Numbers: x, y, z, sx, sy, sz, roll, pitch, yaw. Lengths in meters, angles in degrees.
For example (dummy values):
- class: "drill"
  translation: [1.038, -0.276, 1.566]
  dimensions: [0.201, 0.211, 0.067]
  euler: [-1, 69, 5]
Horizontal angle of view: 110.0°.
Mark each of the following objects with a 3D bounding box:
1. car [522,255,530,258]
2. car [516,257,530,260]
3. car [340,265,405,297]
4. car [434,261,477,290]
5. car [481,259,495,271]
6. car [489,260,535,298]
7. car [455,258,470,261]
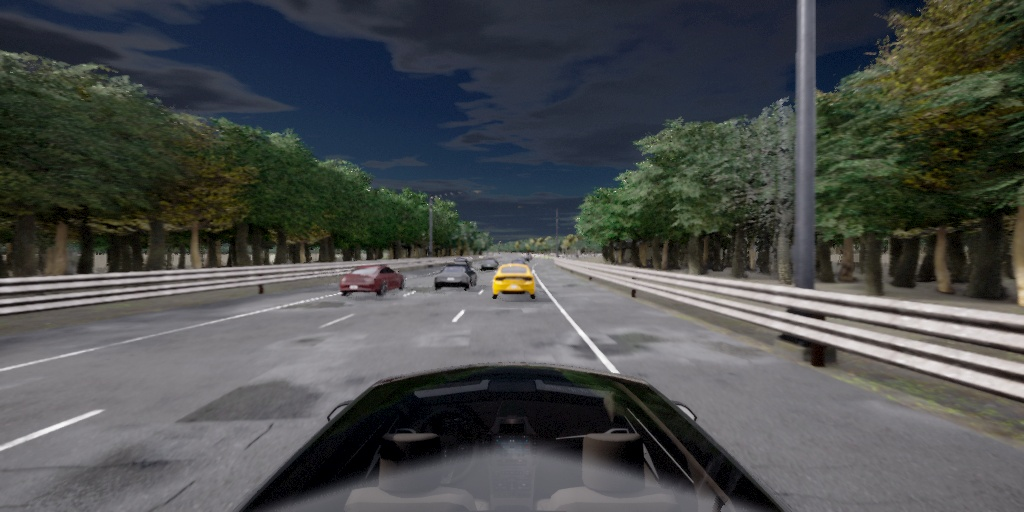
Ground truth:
- class: "car"
  translation: [1.278, 0.967, 53.251]
  dimensions: [2.033, 1.411, 5.357]
  euler: [0, 0, 3]
- class: "car"
  translation: [0.581, 1.102, 36.738]
  dimensions: [1.994, 1.385, 4.181]
  euler: [0, 0, 2]
- class: "car"
  translation: [-6.801, 1.168, 17.819]
  dimensions: [1.812, 1.442, 4.674]
  euler: [0, 0, 1]
- class: "car"
  translation: [-3.238, 1.193, 21.215]
  dimensions: [1.994, 1.385, 4.181]
  euler: [0, 0, 1]
- class: "car"
  translation: [-2.578, 1.044, 43.611]
  dimensions: [1.994, 1.385, 4.181]
  euler: [0, 0, 2]
- class: "car"
  translation: [0.115, 1.136, 17.642]
  dimensions: [1.882, 1.535, 5.008]
  euler: [0, 0, 1]
- class: "car"
  translation: [-6.064, 0.960, 44.153]
  dimensions: [2.128, 1.511, 4.902]
  euler: [0, 0, 3]
